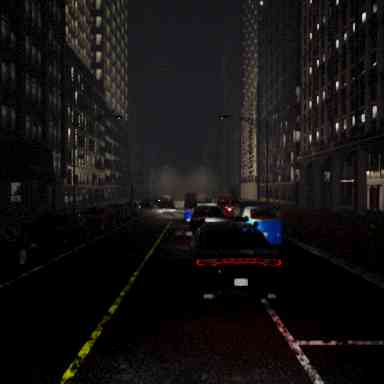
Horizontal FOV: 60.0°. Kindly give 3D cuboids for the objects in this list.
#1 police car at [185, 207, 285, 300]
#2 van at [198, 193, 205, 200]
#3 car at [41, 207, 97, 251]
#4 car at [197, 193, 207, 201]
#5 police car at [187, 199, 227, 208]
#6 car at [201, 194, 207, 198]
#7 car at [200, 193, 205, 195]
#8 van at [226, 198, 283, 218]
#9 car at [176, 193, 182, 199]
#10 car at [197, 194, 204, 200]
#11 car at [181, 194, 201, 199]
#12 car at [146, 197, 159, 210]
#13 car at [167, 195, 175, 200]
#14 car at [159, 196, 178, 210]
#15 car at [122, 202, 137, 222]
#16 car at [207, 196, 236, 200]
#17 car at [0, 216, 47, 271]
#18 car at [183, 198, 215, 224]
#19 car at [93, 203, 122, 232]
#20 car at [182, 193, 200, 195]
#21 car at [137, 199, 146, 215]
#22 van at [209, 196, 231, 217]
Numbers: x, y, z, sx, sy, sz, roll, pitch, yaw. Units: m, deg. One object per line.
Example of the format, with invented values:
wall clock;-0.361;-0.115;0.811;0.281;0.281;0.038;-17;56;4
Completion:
police car;0.877;1.419;8.569;1.930;1.638;5.238;0;0;0
van;2.420;1.278;88.006;1.690;1.788;3.998;-1;0;0
car;-5.737;1.556;14.094;1.947;1.339;4.313;-1;0;0
car;2.436;1.257;82.323;2.192;1.841;5.009;-1;0;0
police car;0.847;1.413;18.570;1.930;1.638;5.238;0;0;0
car;2.524;1.514;53.904;2.008;1.369;4.403;-1;0;0
car;2.453;1.261;76.639;2.192;1.841;5.009;-1;0;0
van;2.641;1.332;14.119;1.690;1.788;3.998;-1;0;0
car;-3.278;1.284;93.384;2.097;1.767;4.553;0;0;0
car;2.404;1.372;93.690;1.967;1.590;4.097;-1;0;0
car;-0.121;1.447;45.610;1.882;1.535;5.008;0;0;0
car;-5.823;1.522;42.512;2.008;1.369;4.403;-1;0;0
car;-5.976;1.498;93.665;1.947;1.339;4.313;-1;0;0
car;-3.202;1.535;42.814;1.994;1.385;4.181;0;0;0
car;-5.772;1.534;25.461;2.008;1.369;4.403;-1;0;0
car;2.607;1.298;25.486;2.192;1.841;5.009;-1;0;0
car;-5.720;1.545;8.410;2.008;1.369;4.403;-1;0;0
car;0.572;1.461;24.558;1.882;1.535;5.008;0;0;6
car;-5.754;1.531;19.777;1.887;1.381;4.507;-1;0;0
car;-0.175;1.180;59.499;2.150;2.045;5.566;0;0;0
car;-5.788;1.561;31.145;1.802;1.307;4.206;-1;0;0
van;2.590;1.320;31.170;1.690;1.788;3.998;-1;0;0
